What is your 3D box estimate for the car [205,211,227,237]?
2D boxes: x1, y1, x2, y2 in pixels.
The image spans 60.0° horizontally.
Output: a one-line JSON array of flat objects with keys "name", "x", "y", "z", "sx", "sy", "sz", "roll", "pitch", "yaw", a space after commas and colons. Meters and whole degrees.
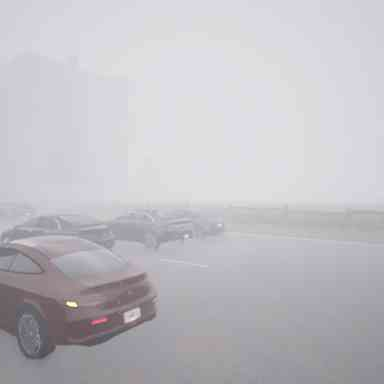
[{"name": "car", "x": -0.317, "y": 1.546, "z": 17.081, "sx": 4.181, "sy": 1.385, "sz": 1.994, "roll": 0, "pitch": 0, "yaw": 35}]

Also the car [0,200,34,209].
[{"name": "car", "x": -14.718, "y": 1.455, "z": 27.236, "sx": 4.892, "sy": 1.490, "sz": 1.837, "roll": 0, "pitch": 0, "yaw": 35}]

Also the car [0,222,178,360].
[{"name": "car", "x": -2.696, "y": 1.516, "z": 5.888, "sx": 4.674, "sy": 1.442, "sz": 1.812, "roll": 0, "pitch": 0, "yaw": 35}]

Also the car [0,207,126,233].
[{"name": "car", "x": -4.807, "y": 1.486, "z": 11.683, "sx": 4.892, "sy": 1.490, "sz": 1.837, "roll": 0, "pitch": 0, "yaw": 35}]

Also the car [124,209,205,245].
[{"name": "car", "x": -2.193, "y": 1.474, "z": 14.121, "sx": 4.902, "sy": 1.511, "sz": 2.128, "roll": 0, "pitch": 0, "yaw": 35}]
